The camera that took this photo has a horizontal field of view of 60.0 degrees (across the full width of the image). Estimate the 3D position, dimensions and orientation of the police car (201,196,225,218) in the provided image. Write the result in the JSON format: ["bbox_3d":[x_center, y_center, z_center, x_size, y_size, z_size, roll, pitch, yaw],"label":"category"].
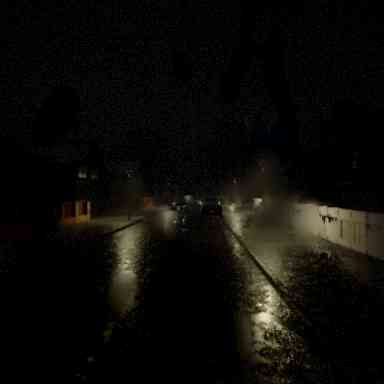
[{"bbox_3d":[1.825,1.454,30.566,1.930,1.638,5.238,0,0,4],"label":"police car"}]

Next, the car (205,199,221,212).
[{"bbox_3d":[2.548,1.567,40.386,1.812,1.442,4.674,0,0,5],"label":"car"}]

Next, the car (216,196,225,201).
[{"bbox_3d":[7.116,1.589,83.196,1.895,1.301,4.718,0,0,10],"label":"car"}]

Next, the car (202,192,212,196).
[{"bbox_3d":[3.787,0.952,79.684,2.150,2.045,5.566,0,0,9],"label":"car"}]

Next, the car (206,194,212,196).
[{"bbox_3d":[4.317,1.572,64.674,2.128,1.511,4.902,0,0,8],"label":"car"}]

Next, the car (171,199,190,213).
[{"bbox_3d":[-1.256,1.530,38.473,2.128,1.511,4.902,0,0,5],"label":"car"}]
